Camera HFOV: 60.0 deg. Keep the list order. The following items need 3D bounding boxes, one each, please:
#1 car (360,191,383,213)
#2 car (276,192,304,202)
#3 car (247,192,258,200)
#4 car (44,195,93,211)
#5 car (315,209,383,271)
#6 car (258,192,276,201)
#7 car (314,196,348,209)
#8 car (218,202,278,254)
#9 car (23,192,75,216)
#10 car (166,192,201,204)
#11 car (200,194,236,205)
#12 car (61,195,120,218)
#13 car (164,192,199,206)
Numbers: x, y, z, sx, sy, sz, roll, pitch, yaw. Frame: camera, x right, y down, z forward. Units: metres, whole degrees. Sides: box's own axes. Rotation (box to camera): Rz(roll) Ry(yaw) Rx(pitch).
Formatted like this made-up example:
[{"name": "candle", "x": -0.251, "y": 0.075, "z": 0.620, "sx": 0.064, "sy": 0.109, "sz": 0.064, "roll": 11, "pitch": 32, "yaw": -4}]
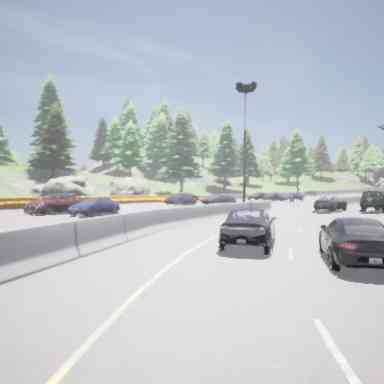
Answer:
[{"name": "car", "x": 18.315, "y": 0.893, "z": 32.257, "sx": 5.566, "sy": 2.045, "sz": 2.150, "roll": 0, "pitch": 0, "yaw": -41}, {"name": "car", "x": 16.004, "y": 0.711, "z": 52.927, "sx": 4.674, "sy": 1.442, "sz": 1.812, "roll": -1, "pitch": 2, "yaw": -38}, {"name": "car", "x": 11.689, "y": 0.687, "z": 58.439, "sx": 4.674, "sy": 1.442, "sz": 1.812, "roll": -1, "pitch": 2, "yaw": -38}, {"name": "car", "x": -12.158, "y": 1.026, "z": 32.989, "sx": 1.994, "sy": 1.385, "sz": 4.181, "roll": 1, "pitch": 1, "yaw": 30}, {"name": "car", "x": 5.130, "y": 1.510, "z": 10.431, "sx": 1.812, "sy": 1.442, "sz": 4.674, "roll": 1, "pitch": 1, "yaw": 15}, {"name": "car", "x": 13.661, "y": 0.744, "z": 55.543, "sx": 4.674, "sy": 1.442, "sz": 1.812, "roll": -1, "pitch": 1, "yaw": -38}, {"name": "car", "x": 13.500, "y": 1.138, "z": 32.262, "sx": 2.128, "sy": 1.511, "sz": 4.902, "roll": 1, "pitch": 1, "yaw": 43}, {"name": "car", "x": 2.325, "y": 1.402, "z": 13.390, "sx": 2.128, "sy": 1.511, "sz": 4.902, "roll": 1, "pitch": 1, "yaw": 16}, {"name": "car", "x": -11.263, "y": 0.905, "z": 27.090, "sx": 2.097, "sy": 1.767, "sz": 4.553, "roll": 1, "pitch": 1, "yaw": 26}, {"name": "car", "x": -1.193, "y": 0.803, "z": 47.580, "sx": 5.008, "sy": 1.535, "sz": 1.882, "roll": 0, "pitch": 1, "yaw": -45}, {"name": "car", "x": 3.385, "y": 0.984, "z": 42.059, "sx": 2.033, "sy": 1.411, "sz": 5.357, "roll": 1, "pitch": 1, "yaw": 44}, {"name": "car", "x": -7.613, "y": 1.136, "z": 26.269, "sx": 1.812, "sy": 1.442, "sz": 4.674, "roll": 1, "pitch": 1, "yaw": 26}, {"name": "car", "x": -1.501, "y": 0.968, "z": 42.113, "sx": 1.994, "sy": 1.385, "sz": 4.181, "roll": 1, "pitch": 1, "yaw": 42}]
